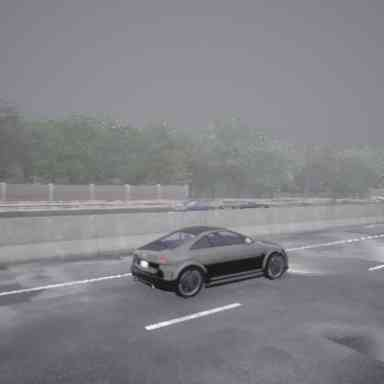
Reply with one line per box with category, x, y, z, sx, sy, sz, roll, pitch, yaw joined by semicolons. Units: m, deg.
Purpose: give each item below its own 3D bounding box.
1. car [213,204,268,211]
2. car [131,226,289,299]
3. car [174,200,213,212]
car;4.429;1.255;28.536;4.718;1.301;1.895;0;0;-36
car;0.568;1.579;8.579;4.181;1.385;1.994;0;0;-36
car;0.382;1.608;34.248;4.674;1.442;1.812;0;0;-36
